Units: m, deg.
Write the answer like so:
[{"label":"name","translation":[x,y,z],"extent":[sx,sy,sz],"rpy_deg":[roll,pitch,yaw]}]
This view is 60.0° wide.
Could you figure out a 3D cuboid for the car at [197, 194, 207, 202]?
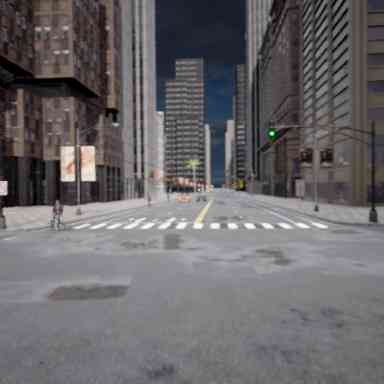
[{"label":"car","translation":[1.896,1.127,62.999],"extent":[2.033,1.411,5.357],"rpy_deg":[-1,0,5]}]

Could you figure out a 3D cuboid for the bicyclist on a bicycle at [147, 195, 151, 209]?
[{"label":"bicyclist on a bicycle","translation":[-5.320,1.236,41.503],"extent":[0.582,1.620,1.656],"rpy_deg":[-1,1,5]}]

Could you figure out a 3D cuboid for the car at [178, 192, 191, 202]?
[{"label":"car","translation":[-1.344,0.962,63.284],"extent":[2.097,1.767,4.553],"rpy_deg":[-1,0,5]}]

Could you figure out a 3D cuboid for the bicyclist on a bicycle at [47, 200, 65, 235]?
[{"label":"bicyclist on a bicycle","translation":[-7.207,1.324,17.643],"extent":[0.659,1.776,1.843],"rpy_deg":[-1,0,5]}]

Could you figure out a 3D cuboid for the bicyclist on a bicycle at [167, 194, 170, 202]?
[{"label":"bicyclist on a bicycle","translation":[-4.074,1.127,57.267],"extent":[0.582,1.620,1.656],"rpy_deg":[-1,1,5]}]
